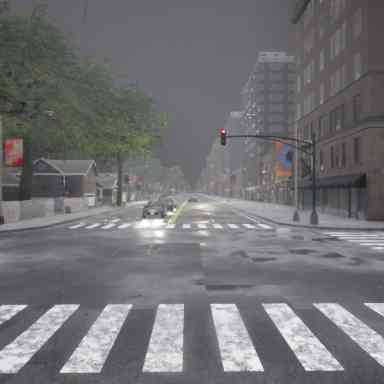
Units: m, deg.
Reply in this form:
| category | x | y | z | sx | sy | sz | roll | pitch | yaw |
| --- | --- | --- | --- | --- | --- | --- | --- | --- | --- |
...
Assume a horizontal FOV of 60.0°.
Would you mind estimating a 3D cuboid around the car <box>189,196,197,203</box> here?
| category | x | y | z | sx | sy | sz | roll | pitch | yaw |
| --- | --- | --- | --- | --- | --- | --- | --- | --- | --- |
| car | 0.215 | 1.546 | 70.259 | 2.128 | 1.511 | 4.902 | 0 | 0 | 0 |

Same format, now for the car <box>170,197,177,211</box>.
| category | x | y | z | sx | sy | sz | roll | pitch | yaw |
| --- | --- | --- | --- | --- | --- | --- | --- | --- | --- |
| car | -3.275 | 1.372 | 39.865 | 2.097 | 1.767 | 4.553 | 0 | 0 | 0 |

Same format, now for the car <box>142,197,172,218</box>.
| category | x | y | z | sx | sy | sz | roll | pitch | yaw |
| --- | --- | --- | --- | --- | --- | --- | --- | --- | --- |
| car | -3.294 | 1.504 | 30.130 | 2.128 | 1.511 | 4.902 | 0 | 0 | 0 |

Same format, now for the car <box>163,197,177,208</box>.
| category | x | y | z | sx | sy | sz | roll | pitch | yaw |
| --- | --- | --- | --- | --- | --- | --- | --- | --- | --- |
| car | -3.251 | 1.554 | 49.822 | 1.812 | 1.442 | 4.674 | 0 | 0 | 0 |
